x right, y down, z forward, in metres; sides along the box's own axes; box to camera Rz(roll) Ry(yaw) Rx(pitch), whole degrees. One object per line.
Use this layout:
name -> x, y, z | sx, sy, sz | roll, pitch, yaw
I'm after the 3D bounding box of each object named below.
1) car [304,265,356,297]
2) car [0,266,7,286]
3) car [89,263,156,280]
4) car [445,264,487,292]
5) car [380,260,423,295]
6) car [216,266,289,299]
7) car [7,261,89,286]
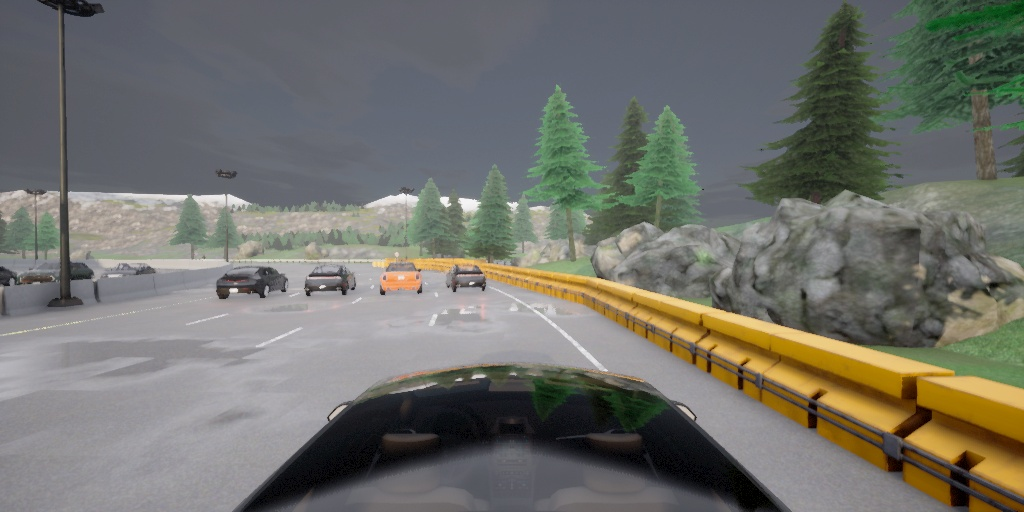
car -> -9.489, 1.235, 18.995 | 2.128, 1.511, 4.902 | 0, 0, -16
car -> -33.601, 1.343, 22.371 | 1.837, 1.490, 4.892 | -1, 0, -30
car -> -27.528, 1.276, 25.872 | 2.128, 1.511, 4.902 | 0, 0, -30
car -> -2.767, 1.214, 20.945 | 2.128, 1.511, 4.902 | 0, 0, -16
car -> -6.120, 1.098, 19.940 | 2.097, 1.767, 4.553 | 0, 0, -16
car -> -12.849, 1.256, 18.021 | 1.837, 1.490, 4.892 | 0, 0, -16
car -> -30.576, 1.162, 24.149 | 2.097, 1.767, 4.553 | 0, 0, -30
